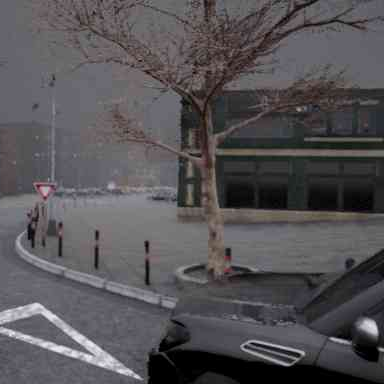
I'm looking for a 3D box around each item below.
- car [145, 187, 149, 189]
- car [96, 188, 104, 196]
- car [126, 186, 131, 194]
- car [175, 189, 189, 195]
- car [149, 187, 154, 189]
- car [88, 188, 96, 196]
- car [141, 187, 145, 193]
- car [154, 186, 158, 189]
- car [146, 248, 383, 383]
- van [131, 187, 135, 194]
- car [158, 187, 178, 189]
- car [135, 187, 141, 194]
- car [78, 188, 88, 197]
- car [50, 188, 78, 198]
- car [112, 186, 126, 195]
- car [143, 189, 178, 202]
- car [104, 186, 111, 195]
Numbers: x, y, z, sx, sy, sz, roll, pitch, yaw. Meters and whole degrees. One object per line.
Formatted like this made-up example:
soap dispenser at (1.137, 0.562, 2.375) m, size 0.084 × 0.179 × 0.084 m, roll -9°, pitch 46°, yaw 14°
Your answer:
car at (-14.562, -0.570, 87.908) m, size 4.553 × 1.767 × 2.185 m, roll 2°, pitch 2°, yaw 17°
car at (-20.879, -0.125, 66.775) m, size 4.553 × 1.767 × 2.185 m, roll 2°, pitch 2°, yaw 17°
car at (-17.545, -0.221, 77.293) m, size 5.366 × 1.575 × 1.946 m, roll 2°, pitch 2°, yaw 17°
car at (-2.566, -0.065, 84.431) m, size 2.128 × 1.511 × 4.902 m, roll 2°, pitch 2°, yaw 17°
car at (-13.705, -0.622, 90.530) m, size 4.553 × 1.767 × 2.185 m, roll 2°, pitch 2°, yaw 17°
car at (-21.707, 0.090, 64.147) m, size 4.674 × 1.452 × 2.002 m, roll 2°, pitch 2°, yaw 17°
car at (-15.359, -0.517, 85.270) m, size 4.553 × 1.767 × 2.185 m, roll 2°, pitch 2°, yaw 17°
car at (-12.935, -0.548, 93.179) m, size 4.892 × 1.521 × 2.231 m, roll 2°, pitch 2°, yaw 17°
car at (2.240, 1.220, 2.204) m, size 5.566 × 2.045 × 2.150 m, roll -1°, pitch -1°, yaw 35°
van at (-16.809, -0.502, 79.946) m, size 4.442 × 1.987 × 1.878 m, roll 2°, pitch 2°, yaw 17°
car at (-2.940, 0.521, 56.479) m, size 4.553 × 1.767 × 2.185 m, roll 2°, pitch 1°, yaw 17°
car at (-16.134, -0.335, 82.627) m, size 5.008 × 1.535 × 2.097 m, roll 2°, pitch 2°, yaw 17°
car at (-22.510, 0.099, 61.511) m, size 5.008 × 1.535 × 2.097 m, roll 2°, pitch 1°, yaw 17°
car at (-23.270, 0.020, 58.853) m, size 4.553 × 1.767 × 2.185 m, roll 2°, pitch 1°, yaw 17°
car at (-18.542, -0.418, 74.709) m, size 5.566 × 2.045 × 2.435 m, roll 2°, pitch 2°, yaw 17°
car at (-4.576, 0.758, 51.299) m, size 4.792 × 1.488 × 2.163 m, roll 2°, pitch 1°, yaw 17°
car at (-20.119, -0.052, 69.432) m, size 4.892 × 1.521 × 2.231 m, roll 2°, pitch 2°, yaw 17°
